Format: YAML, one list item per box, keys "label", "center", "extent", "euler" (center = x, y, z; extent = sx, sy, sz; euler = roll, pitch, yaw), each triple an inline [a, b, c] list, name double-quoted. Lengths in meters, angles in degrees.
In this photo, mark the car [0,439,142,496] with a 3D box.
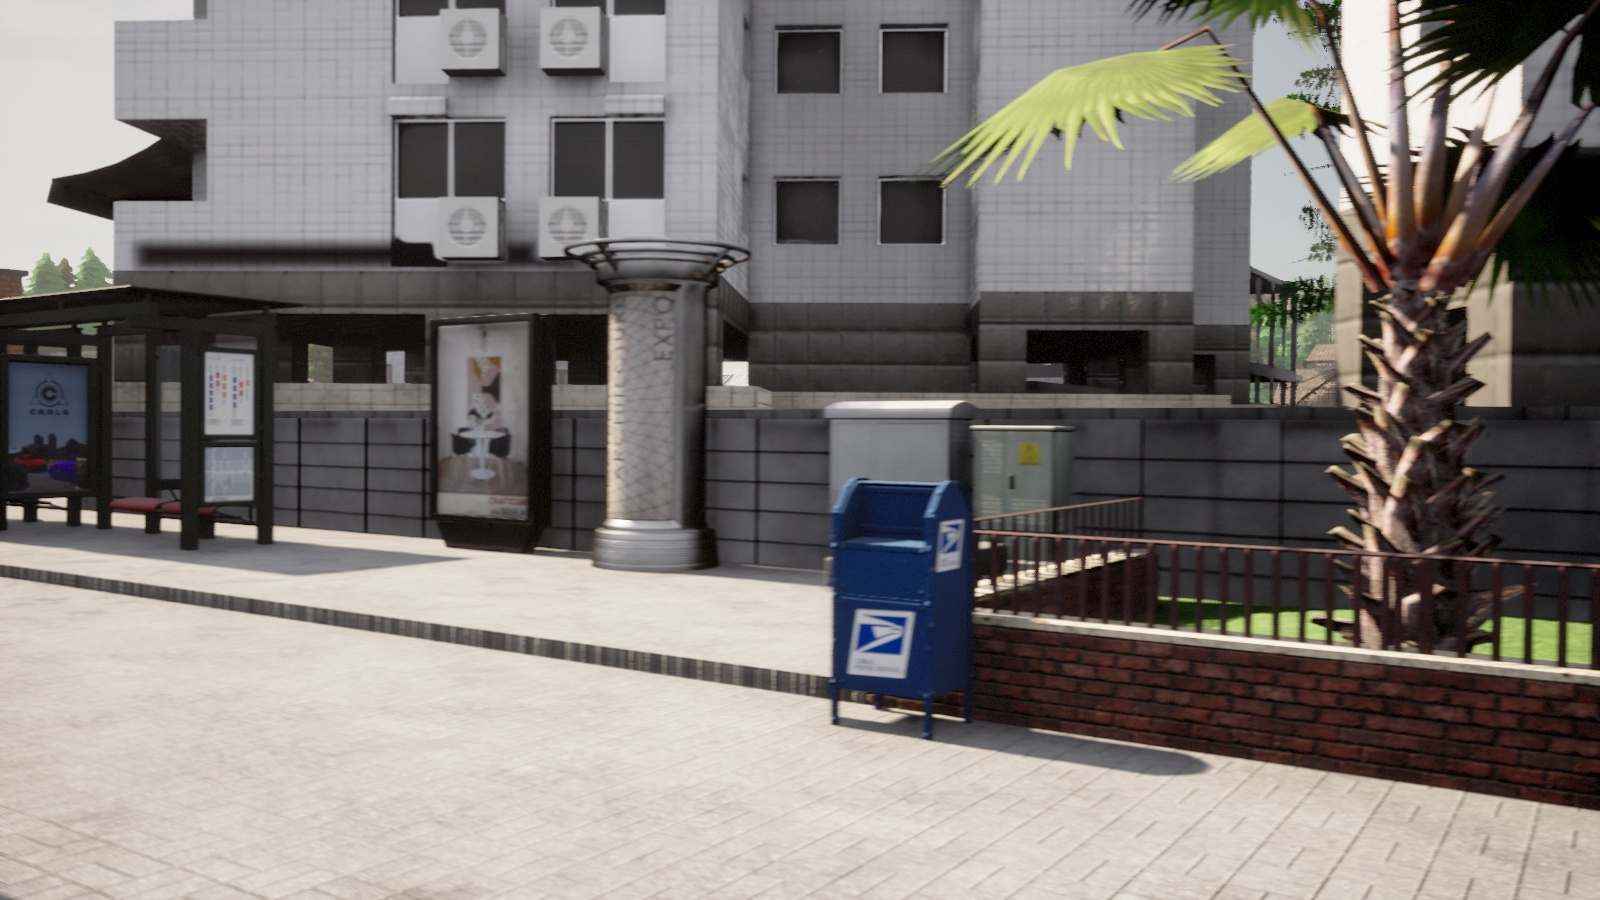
- label: "car"
  center: [-21.076, 0.454, 35.299]
  extent: [1.816, 1.474, 4.193]
  euler: [0, 1, 34]
